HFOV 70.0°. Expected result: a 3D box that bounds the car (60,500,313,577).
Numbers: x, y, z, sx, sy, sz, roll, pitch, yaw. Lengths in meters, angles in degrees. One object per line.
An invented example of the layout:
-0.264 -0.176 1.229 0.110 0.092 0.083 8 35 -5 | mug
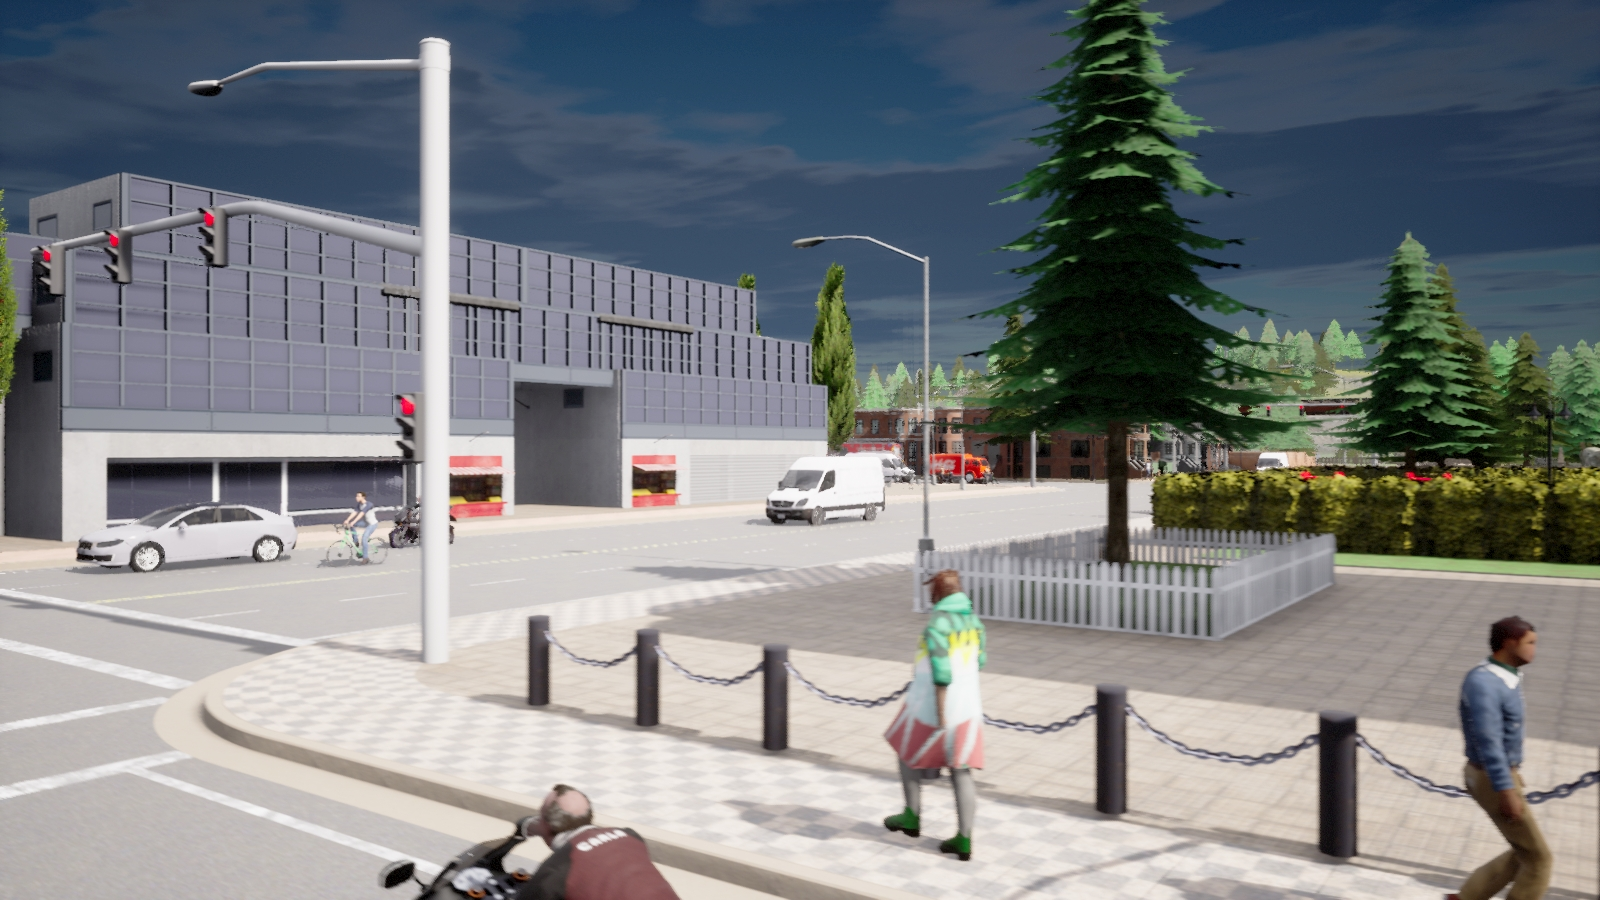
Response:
-14.696 2.058 27.635 2.231 1.480 4.892 0 0 35 | car

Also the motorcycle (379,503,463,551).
-10.919 2.200 33.009 0.867 1.251 2.209 0 0 35 | motorcycle

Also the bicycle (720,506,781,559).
-1.292 2.155 30.107 0.859 1.276 1.487 0 0 36 | bicycle

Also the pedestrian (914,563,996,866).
1.011 1.696 7.471 0.375 1.860 0.375 0 0 -41 | pedestrian

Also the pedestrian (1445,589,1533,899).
3.654 1.699 6.056 0.375 1.860 0.375 0 0 35 | pedestrian

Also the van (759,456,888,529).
1.001 1.530 43.840 1.988 2.561 5.915 0 0 35 | van

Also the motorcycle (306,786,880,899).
-0.864 2.204 4.389 2.209 1.251 0.867 0 0 35 | motorcycle
